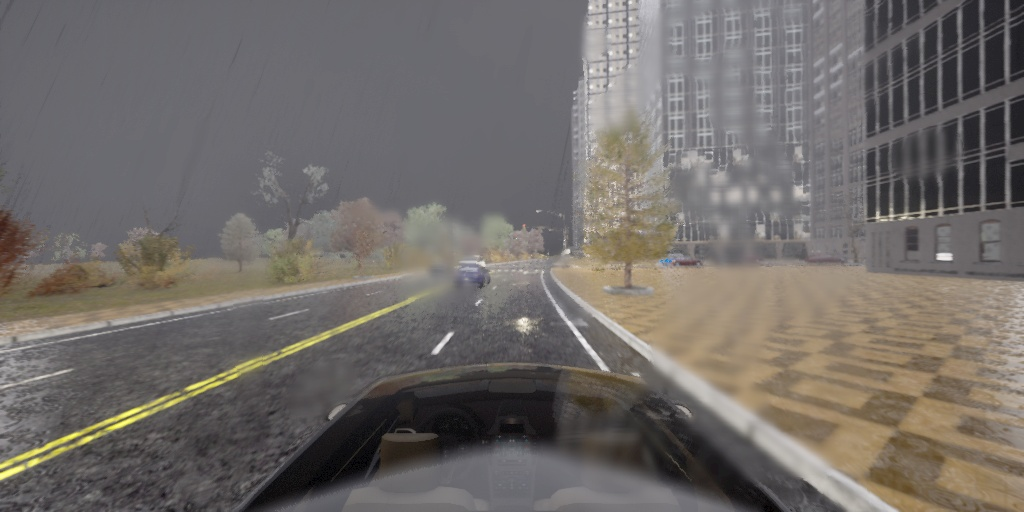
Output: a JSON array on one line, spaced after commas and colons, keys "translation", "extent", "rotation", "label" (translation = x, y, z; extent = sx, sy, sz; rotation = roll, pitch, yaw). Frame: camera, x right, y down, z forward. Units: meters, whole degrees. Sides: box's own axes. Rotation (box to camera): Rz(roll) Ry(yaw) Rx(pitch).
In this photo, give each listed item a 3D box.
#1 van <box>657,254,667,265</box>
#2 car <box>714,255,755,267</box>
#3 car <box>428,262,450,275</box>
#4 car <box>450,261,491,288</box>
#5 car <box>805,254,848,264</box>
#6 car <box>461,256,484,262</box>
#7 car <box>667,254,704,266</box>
[{"translation": [25.961, 0.563, 58.588], "extent": [3.998, 1.789, 1.690], "rotation": [0, 0, 10], "label": "van"}, {"translation": [30.093, 0.727, 49.183], "extent": [4.313, 1.339, 1.948], "rotation": [0, 0, 10], "label": "car"}, {"translation": [-7.941, 1.414, 40.314], "extent": [1.994, 1.385, 4.181], "rotation": [-1, 0, 6], "label": "car"}, {"translation": [-2.551, 1.312, 23.944], "extent": [1.812, 1.442, 4.674], "rotation": [-1, 0, 3], "label": "car"}, {"translation": [41.314, 0.519, 47.317], "extent": [4.207, 1.307, 1.802], "rotation": [0, 0, 10], "label": "car"}, {"translation": [-4.543, 1.033, 41.588], "extent": [2.150, 2.045, 5.566], "rotation": [-1, 0, 6], "label": "car"}, {"translation": [24.479, 0.713, 50.092], "extent": [4.097, 1.591, 1.967], "rotation": [0, 0, 10], "label": "car"}]
